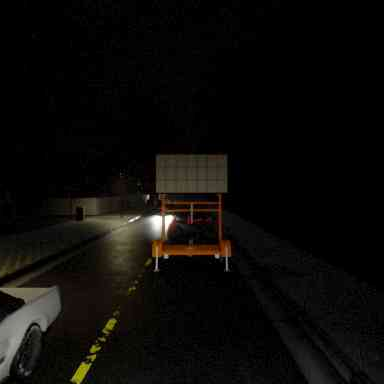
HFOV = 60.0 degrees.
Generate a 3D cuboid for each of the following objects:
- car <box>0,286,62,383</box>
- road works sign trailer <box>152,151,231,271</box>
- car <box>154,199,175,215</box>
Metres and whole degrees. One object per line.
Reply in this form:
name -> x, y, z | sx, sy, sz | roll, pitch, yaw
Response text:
car -> -2.852, 1.600, 2.687 | 1.895, 1.301, 4.718 | 0, 0, 0
road works sign trailer -> -0.008, 0.464, 10.841 | 2.380, 3.560, 2.880 | 0, 0, 0
car -> -2.777, 1.499, 33.881 | 2.128, 1.511, 4.902 | 0, 0, 0
